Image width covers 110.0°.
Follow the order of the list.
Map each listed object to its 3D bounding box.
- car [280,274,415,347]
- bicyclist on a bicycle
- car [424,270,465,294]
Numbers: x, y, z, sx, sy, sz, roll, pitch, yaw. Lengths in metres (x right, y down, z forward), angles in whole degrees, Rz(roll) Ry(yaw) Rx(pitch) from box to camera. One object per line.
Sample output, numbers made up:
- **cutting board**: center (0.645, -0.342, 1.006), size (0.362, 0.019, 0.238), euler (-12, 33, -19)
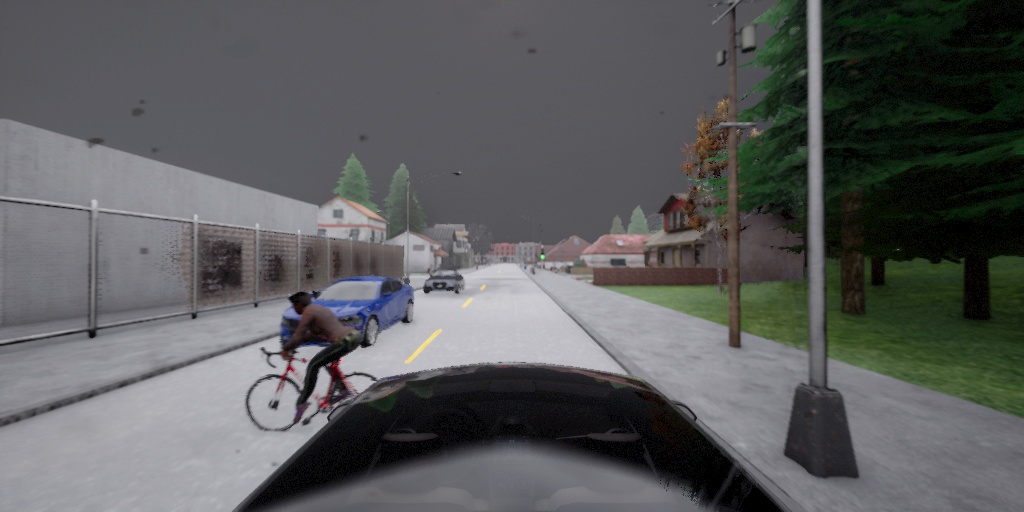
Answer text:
- **car**: center (-4.112, 1.313, 9.804), size (1.882, 1.535, 5.008), euler (0, 0, 0)
- **bicyclist on a bicycle**: center (-2.261, 1.228, 4.136), size (1.656, 1.620, 0.582), euler (-2, -1, 0)
- **car**: center (-4.053, 1.527, 22.057), size (1.994, 1.385, 4.181), euler (0, -1, 0)
